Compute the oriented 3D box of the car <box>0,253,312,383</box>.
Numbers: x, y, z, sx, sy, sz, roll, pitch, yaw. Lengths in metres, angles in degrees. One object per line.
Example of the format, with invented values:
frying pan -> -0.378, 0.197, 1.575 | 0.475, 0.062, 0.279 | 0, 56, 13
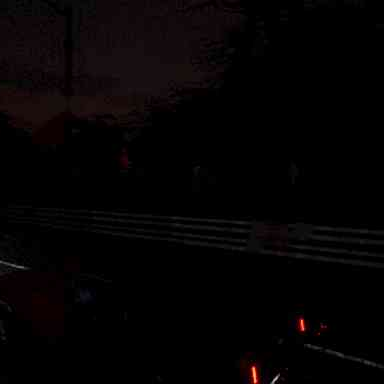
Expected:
car -> -0.968, 1.566, 4.682 | 4.718, 1.301, 1.895 | 1, 0, 35
